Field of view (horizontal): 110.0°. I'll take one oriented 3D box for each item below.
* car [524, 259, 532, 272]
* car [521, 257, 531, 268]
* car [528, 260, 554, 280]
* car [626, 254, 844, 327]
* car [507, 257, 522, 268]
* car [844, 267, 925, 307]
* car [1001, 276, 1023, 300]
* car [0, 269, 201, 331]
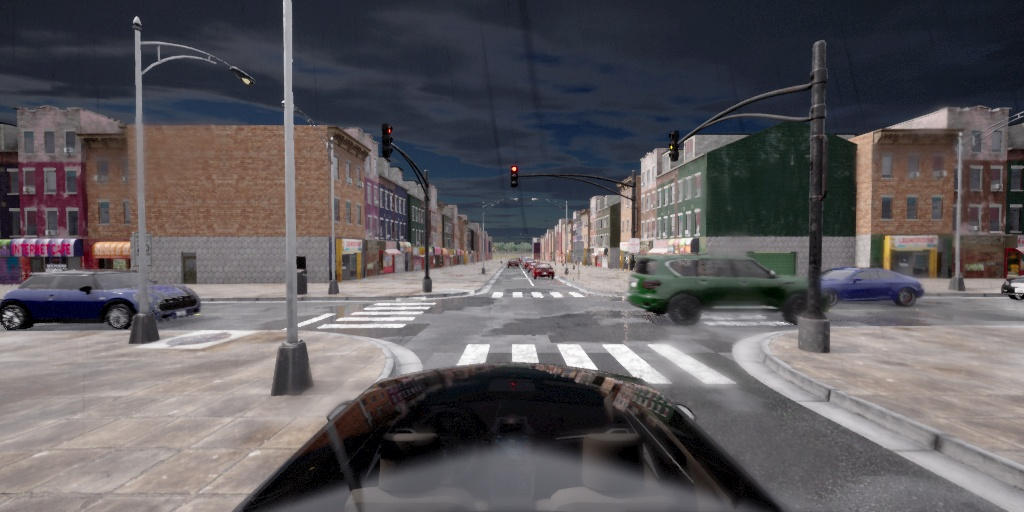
[{"bbox_3d":[2.721,1.329,42.730,1.802,1.307,4.207,0,0,0],"label":"car"},{"bbox_3d":[2.744,1.293,53.795,1.888,1.381,4.507,0,0,0],"label":"car"},{"bbox_3d":[2.699,1.292,31.665,1.888,1.381,4.507,0,0,0],"label":"car"},{"bbox_3d":[6.466,0.960,11.169,5.566,2.045,2.150,0,1,0],"label":"car"},{"bbox_3d":[0.219,1.226,59.296,1.882,1.535,5.008,0,0,0],"label":"car"},{"bbox_3d":[13.299,1.160,14.113,4.674,1.442,1.812,0,1,1],"label":"car"},{"bbox_3d":[22.461,1.087,14.069,4.902,1.511,2.128,0,1,0],"label":"car"},{"bbox_3d":[-12.580,1.214,11.199,4.553,1.767,2.097,0,1,0],"label":"car"}]
